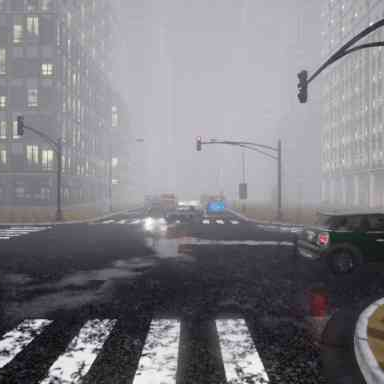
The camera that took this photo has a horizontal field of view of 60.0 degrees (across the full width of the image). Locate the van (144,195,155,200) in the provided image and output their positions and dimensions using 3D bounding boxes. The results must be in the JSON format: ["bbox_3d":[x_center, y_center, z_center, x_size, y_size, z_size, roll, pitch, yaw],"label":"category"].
[{"bbox_3d":[-5.752,1.340,47.049,1.690,1.788,3.998,0,0,0],"label":"van"}]

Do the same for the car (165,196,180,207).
[{"bbox_3d":[-3.127,1.490,53.762,2.128,1.511,4.902,0,0,0],"label":"car"}]

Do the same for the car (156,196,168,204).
[{"bbox_3d":[-5.685,1.564,63.667,1.947,1.339,4.313,0,0,0],"label":"car"}]

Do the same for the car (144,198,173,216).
[{"bbox_3d":[-3.223,1.600,32.908,1.895,1.301,4.718,0,0,0],"label":"car"}]

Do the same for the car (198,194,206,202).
[{"bbox_3d":[2.696,1.313,63.633,2.192,1.841,5.009,0,0,0],"label":"car"}]

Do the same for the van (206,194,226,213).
[{"bbox_3d":[2.696,1.340,35.940,1.690,1.788,3.998,0,0,0],"label":"van"}]

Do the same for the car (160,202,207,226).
[{"bbox_3d":[-0.474,1.600,23.547,1.895,1.301,4.718,0,0,12],"label":"car"}]

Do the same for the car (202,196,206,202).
[{"bbox_3d":[2.628,1.544,41.479,1.887,1.381,4.507,0,0,0],"label":"car"}]

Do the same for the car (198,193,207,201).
[{"bbox_3d":[2.788,1.309,85.790,2.192,1.841,5.009,0,0,0],"label":"car"}]

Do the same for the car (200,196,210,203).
[{"bbox_3d":[2.718,1.542,69.172,1.887,1.381,4.507,0,0,0],"label":"car"}]

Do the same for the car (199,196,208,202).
[{"bbox_3d":[2.764,1.561,80.251,1.947,1.339,4.313,0,0,0],"label":"car"}]

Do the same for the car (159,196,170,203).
[{"bbox_3d":[-5.662,1.548,69.205,2.008,1.369,4.403,0,0,0],"label":"car"}]

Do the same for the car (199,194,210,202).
[{"bbox_3d":[2.742,1.311,74.712,2.192,1.841,5.009,0,0,0],"label":"car"}]

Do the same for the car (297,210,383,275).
[{"bbox_3d":[5.646,1.382,9.991,4.553,1.767,2.097,0,0,-1],"label":"car"}]

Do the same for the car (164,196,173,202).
[{"bbox_3d":[-5.616,1.577,80.285,1.802,1.307,4.206,0,0,0],"label":"car"}]

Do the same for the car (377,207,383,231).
[{"bbox_3d":[14.401,1.685,20.126,5.357,1.411,2.033,0,0,-1],"label":"car"}]

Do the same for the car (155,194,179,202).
[{"bbox_3d":[-3.172,1.222,43.591,2.150,2.045,5.566,0,0,0],"label":"car"}]
